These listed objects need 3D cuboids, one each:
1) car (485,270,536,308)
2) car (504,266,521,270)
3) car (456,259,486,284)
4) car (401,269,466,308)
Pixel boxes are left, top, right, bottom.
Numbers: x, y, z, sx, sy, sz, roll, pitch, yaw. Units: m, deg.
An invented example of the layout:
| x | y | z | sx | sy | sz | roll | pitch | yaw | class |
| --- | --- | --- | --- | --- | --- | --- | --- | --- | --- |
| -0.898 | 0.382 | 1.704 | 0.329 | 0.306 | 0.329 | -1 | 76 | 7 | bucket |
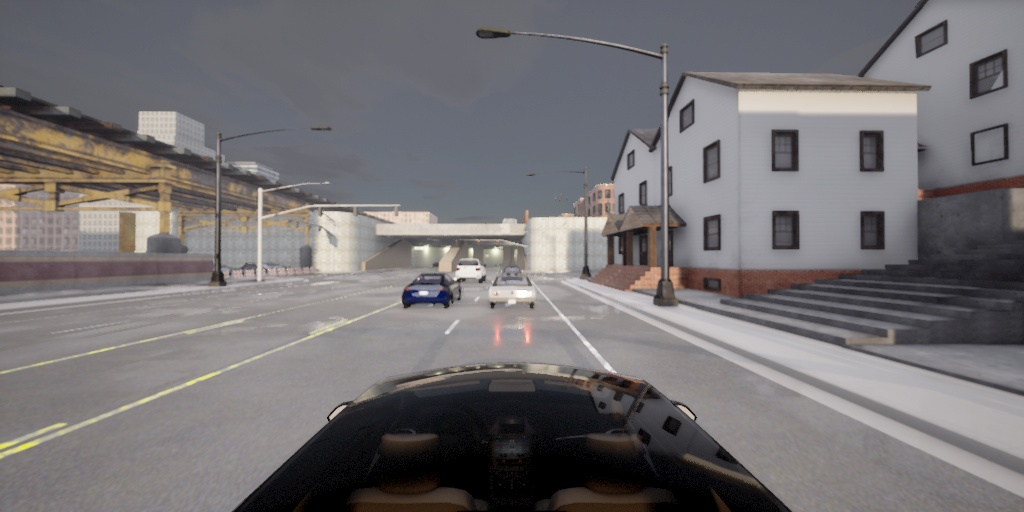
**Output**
| x | y | z | sx | sy | sz | roll | pitch | yaw | class |
| --- | --- | --- | --- | --- | --- | --- | --- | --- | --- |
| 0.011 | 1.485 | 15.960 | 1.895 | 1.301 | 4.718 | 0 | 0 | 0 | car |
| 0.019 | 1.579 | 30.847 | 2.033 | 1.411 | 5.357 | 0 | -1 | 0 | car |
| -3.479 | 1.254 | 30.894 | 2.150 | 2.045 | 5.566 | 0 | -1 | 0 | car |
| -3.483 | 1.450 | 16.163 | 1.994 | 1.385 | 4.181 | 0 | 0 | 0 | car |
